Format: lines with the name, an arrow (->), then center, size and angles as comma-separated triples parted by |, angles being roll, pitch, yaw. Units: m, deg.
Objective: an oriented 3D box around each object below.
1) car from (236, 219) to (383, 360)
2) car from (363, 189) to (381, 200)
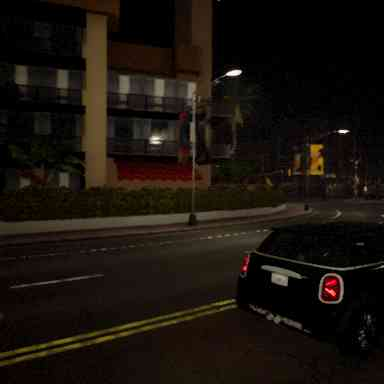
car -> 3.022, 1.312, 6.147 | 4.553, 1.767, 2.097 | 0, 1, -36
car -> 42.099, 0.831, 75.634 | 2.185, 1.767, 4.553 | 0, 1, -17
